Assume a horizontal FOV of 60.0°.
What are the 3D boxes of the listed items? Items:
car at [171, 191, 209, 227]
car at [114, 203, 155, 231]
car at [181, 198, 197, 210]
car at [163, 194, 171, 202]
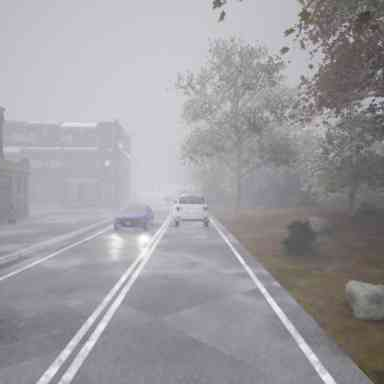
[{"bbox_3d":[-0.053,1.153,22.520,2.150,2.045,5.566,0,0,-1],"label":"car"},{"bbox_3d":[-3.419,1.417,20.313,1.882,1.535,5.008,0,0,0],"label":"car"},{"bbox_3d":[-0.443,1.448,40.930,1.895,1.301,4.718,0,0,-2],"label":"car"},{"bbox_3d":[-4.734,1.121,64.897,1.812,1.442,4.674,0,1,-2],"label":"car"}]
